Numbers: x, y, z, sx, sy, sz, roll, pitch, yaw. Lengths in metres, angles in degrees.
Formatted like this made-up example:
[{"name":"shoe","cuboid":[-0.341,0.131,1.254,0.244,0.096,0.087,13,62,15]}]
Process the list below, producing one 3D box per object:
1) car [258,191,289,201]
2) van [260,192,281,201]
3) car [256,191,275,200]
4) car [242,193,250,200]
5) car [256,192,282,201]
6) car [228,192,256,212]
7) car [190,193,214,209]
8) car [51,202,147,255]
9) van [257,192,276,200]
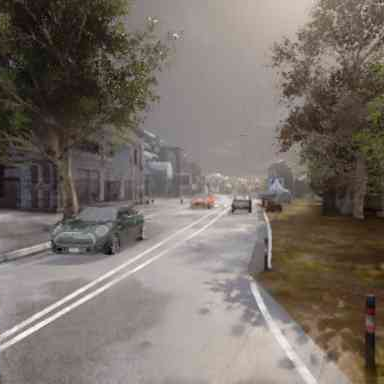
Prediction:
[{"name":"car","cuboid":[16.407,0.824,67.163,5.566,2.045,2.435,1,0,-11]},{"name":"van","cuboid":[17.904,0.965,75.978,4.442,1.987,1.878,1,-1,-11]},{"name":"car","cuboid":[16.005,0.786,64.263,5.566,2.045,2.435,1,-1,-11]},{"name":"car","cuboid":[14.883,1.198,91.808,2.097,1.767,4.553,0,-1,9]},{"name":"car","cuboid":[18.276,0.974,78.881,5.566,2.045,2.435,1,-1,-11]},{"name":"car","cuboid":[4.821,1.091,32.038,2.128,1.511,4.902,0,1,11]},{"name":"car","cuboid":[1.165,0.904,36.207,2.097,1.767,4.553,0,1,11]},{"name":"car","cuboid":[-3.325,1.218,12.703,2.097,1.767,4.553,0,1,11]},{"name":"van","cuboid":[19.716,1.097,87.681,4.442,1.987,1.878,1,-1,-11]}]
